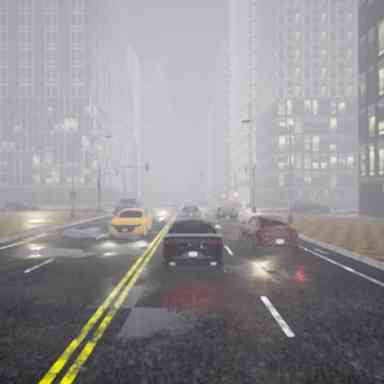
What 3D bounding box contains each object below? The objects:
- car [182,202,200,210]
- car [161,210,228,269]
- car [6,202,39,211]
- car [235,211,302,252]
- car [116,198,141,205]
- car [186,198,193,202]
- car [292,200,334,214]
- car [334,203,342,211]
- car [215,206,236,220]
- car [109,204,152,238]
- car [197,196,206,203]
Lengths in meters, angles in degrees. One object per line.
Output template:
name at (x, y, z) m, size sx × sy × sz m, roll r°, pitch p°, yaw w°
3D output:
car at (-0.105, 1.885, 28.835) m, size 2.033 × 1.411 × 5.357 m, roll 0°, pitch -1°, yaw 0°
car at (0.016, 1.619, 11.765) m, size 1.882 × 1.535 × 5.008 m, roll 0°, pitch -1°, yaw 0°
car at (-23.054, 1.995, 45.104) m, size 4.313 × 1.339 × 1.947 m, roll 0°, pitch 0°, yaw 1°
car at (3.237, 1.696, 14.569) m, size 1.812 × 1.442 × 4.674 m, roll 0°, pitch -1°, yaw 0°
car at (-6.766, 1.650, 35.917) m, size 2.150 × 2.045 × 5.566 m, roll 0°, pitch -1°, yaw 0°
car at (-0.672, 2.329, 90.949) m, size 1.882 × 1.535 × 5.008 m, roll 0°, pitch -1°, yaw 0°
car at (15.875, 2.031, 44.865) m, size 5.009 × 1.841 × 2.192 m, roll 0°, pitch 0°, yaw 1°
car at (21.422, 2.246, 53.192) m, size 4.829 × 1.417 × 1.752 m, roll 0°, pitch 0°, yaw 1°
car at (3.125, 1.964, 31.525) m, size 1.895 × 1.301 × 4.718 m, roll 0°, pitch -1°, yaw 0°
car at (-3.483, 1.715, 19.607) m, size 1.882 × 1.535 × 5.008 m, roll 0°, pitch -1°, yaw 0°
car at (2.578, 2.072, 91.005) m, size 2.150 × 2.045 × 5.566 m, roll 0°, pitch -1°, yaw 0°
